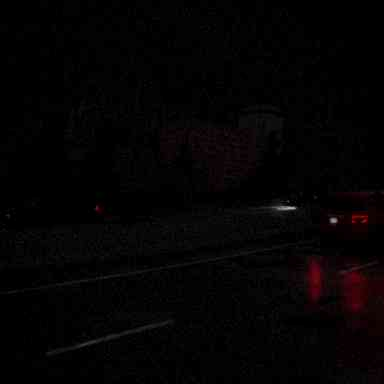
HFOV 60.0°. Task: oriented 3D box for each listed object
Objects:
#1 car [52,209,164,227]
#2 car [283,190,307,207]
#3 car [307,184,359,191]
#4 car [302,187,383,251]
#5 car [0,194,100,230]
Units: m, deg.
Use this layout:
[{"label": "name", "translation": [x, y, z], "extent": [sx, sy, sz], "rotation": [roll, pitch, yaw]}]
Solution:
[{"label": "car", "translation": [-3.248, 1.557, 14.459], "extent": [4.718, 1.301, 1.895], "rotation": [-1, 1, -35]}, {"label": "car", "translation": [11.207, 0.592, 33.457], "extent": [4.892, 1.490, 1.837], "rotation": [-3, 2, -35]}, {"label": "car", "translation": [13.585, 0.291, 30.856], "extent": [5.566, 2.045, 2.150], "rotation": [-3, 2, -35]}, {"label": "car", "translation": [7.101, 0.953, 13.105], "extent": [5.566, 2.045, 2.150], "rotation": [-3, 2, -35]}, {"label": "car", "translation": [-8.229, 1.190, 19.519], "extent": [5.566, 2.045, 2.150], "rotation": [-1, 1, -35]}]
